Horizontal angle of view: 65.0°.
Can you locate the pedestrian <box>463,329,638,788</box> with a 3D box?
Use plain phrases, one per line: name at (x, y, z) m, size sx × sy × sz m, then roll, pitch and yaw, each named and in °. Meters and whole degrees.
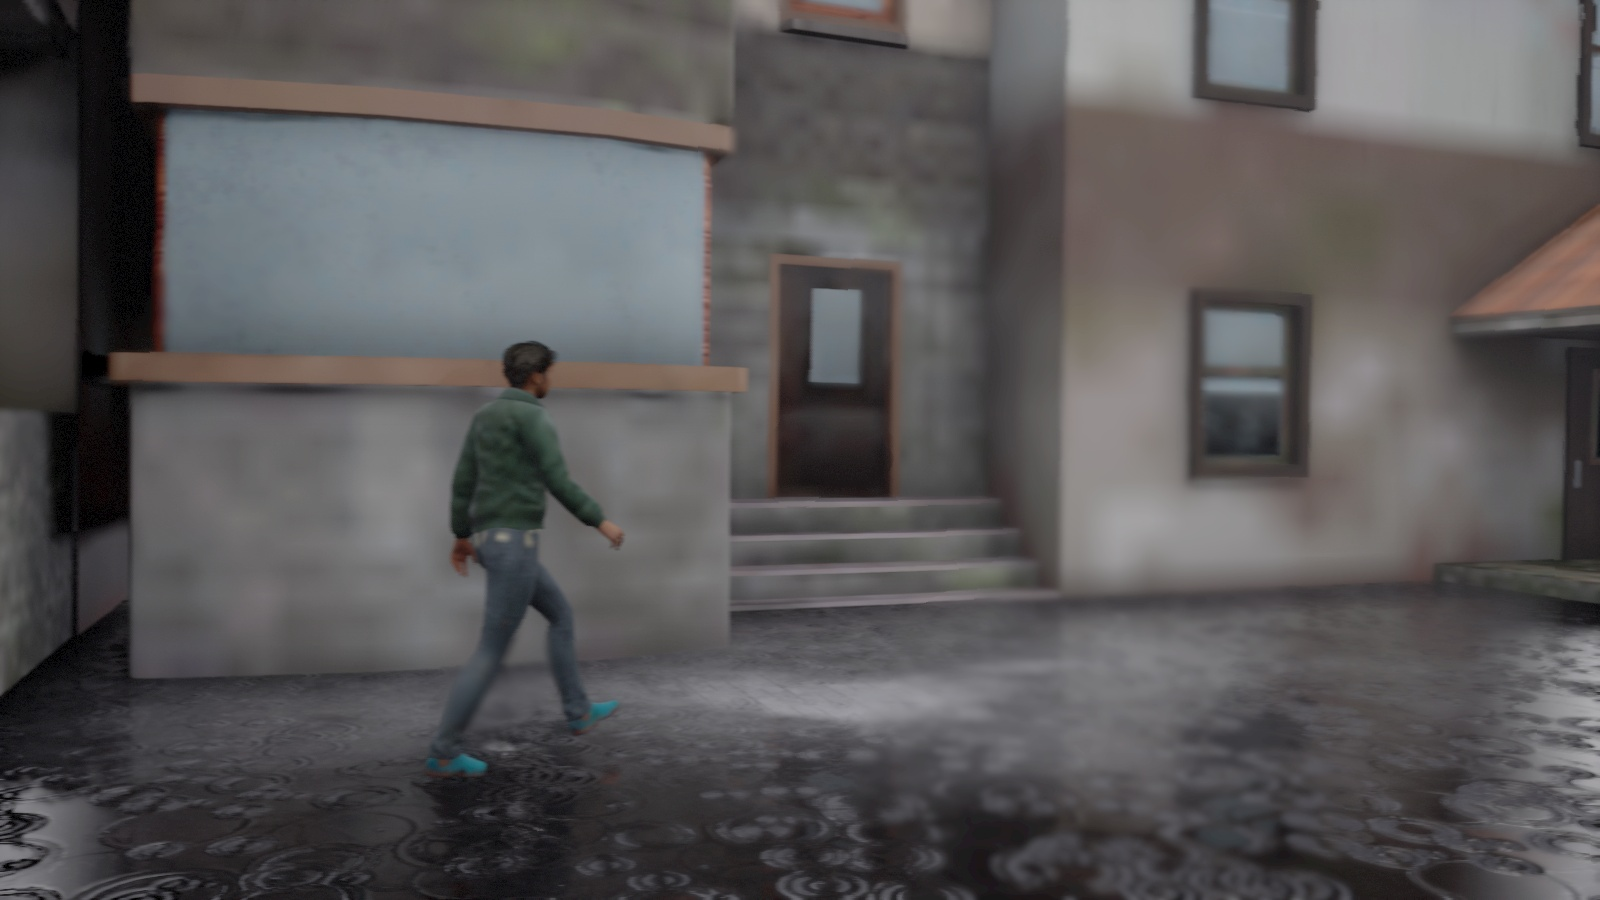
pedestrian at (-1.062, 0.431, 5.364) m, size 0.614 × 1.847 × 0.353 m, roll -1°, pitch 1°, yaw -38°
